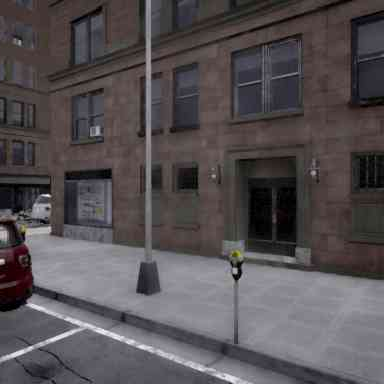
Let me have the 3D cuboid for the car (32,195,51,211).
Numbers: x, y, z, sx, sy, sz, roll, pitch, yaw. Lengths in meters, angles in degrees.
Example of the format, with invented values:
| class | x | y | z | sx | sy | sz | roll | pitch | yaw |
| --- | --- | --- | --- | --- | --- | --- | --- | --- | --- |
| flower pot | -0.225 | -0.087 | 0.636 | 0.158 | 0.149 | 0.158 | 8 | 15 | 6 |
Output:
| class | x | y | z | sx | sy | sz | roll | pitch | yaw |
| --- | --- | --- | --- | --- | --- | --- | --- | --- | --- |
| car | -8.085 | 1.179 | 22.920 | 2.150 | 2.045 | 5.566 | 0 | 0 | 34 |

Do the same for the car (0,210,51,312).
| class | x | y | z | sx | sy | sz | roll | pitch | yaw |
| --- | --- | --- | --- | --- | --- | --- | --- | --- | --- |
| car | -5.066 | 1.315 | 6.408 | 5.009 | 1.841 | 2.192 | 0 | 0 | 35 |

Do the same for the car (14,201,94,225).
| class | x | y | z | sx | sy | sz | roll | pitch | yaw |
| --- | --- | --- | --- | --- | --- | --- | --- | --- | --- |
| car | -10.244 | 1.502 | 25.168 | 2.033 | 1.411 | 5.357 | 0 | 0 | 36 |
